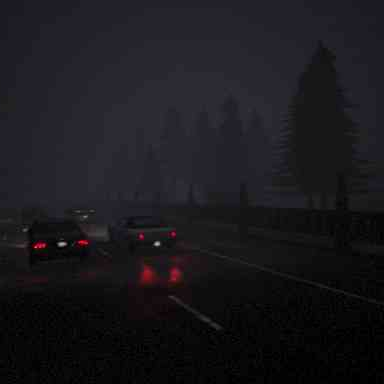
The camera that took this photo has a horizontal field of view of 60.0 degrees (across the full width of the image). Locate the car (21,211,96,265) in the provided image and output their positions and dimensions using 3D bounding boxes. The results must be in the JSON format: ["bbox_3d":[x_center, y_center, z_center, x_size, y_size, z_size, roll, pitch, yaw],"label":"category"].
[{"bbox_3d":[-5.114,1.663,12.356,2.033,1.411,5.357,0,0,-28],"label":"car"}]

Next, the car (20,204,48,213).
[{"bbox_3d":[-12.894,1.748,27.168,1.882,1.535,5.008,0,0,-27],"label":"car"}]

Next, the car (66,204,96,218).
[{"bbox_3d":[-9.460,1.737,28.146,2.128,1.511,4.902,0,0,-27],"label":"car"}]

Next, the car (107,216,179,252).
[{"bbox_3d":[-2.355,1.703,14.643,1.895,1.301,4.718,0,0,-27],"label":"car"}]
